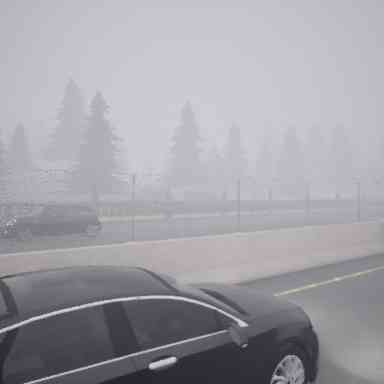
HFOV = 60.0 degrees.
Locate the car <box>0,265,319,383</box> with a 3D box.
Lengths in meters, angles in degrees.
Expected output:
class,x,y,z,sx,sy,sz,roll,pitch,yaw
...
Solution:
class,x,y,z,sx,sy,sz,roll,pitch,yaw
car,-0.763,1.510,3.204,4.892,1.490,1.837,0,0,-35
